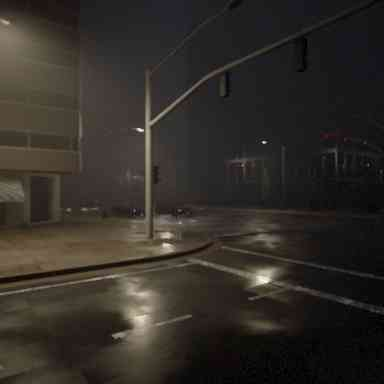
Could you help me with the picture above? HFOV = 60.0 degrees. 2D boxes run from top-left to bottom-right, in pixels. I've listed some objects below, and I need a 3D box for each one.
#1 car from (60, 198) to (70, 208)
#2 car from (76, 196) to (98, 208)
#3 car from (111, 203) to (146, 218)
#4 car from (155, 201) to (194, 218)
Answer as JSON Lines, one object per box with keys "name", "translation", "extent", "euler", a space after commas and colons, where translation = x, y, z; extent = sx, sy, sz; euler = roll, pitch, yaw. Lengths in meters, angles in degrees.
{"name": "car", "translation": [-19.437, 1.589, 49.146], "extent": [1.812, 1.442, 4.674], "euler": [0, 0, -36]}
{"name": "car", "translation": [-15.960, 1.409, 50.321], "extent": [2.097, 1.767, 4.553], "euler": [0, 0, -36]}
{"name": "car", "translation": [-5.610, 1.653, 30.517], "extent": [1.895, 1.301, 4.718], "euler": [0, 0, -37]}
{"name": "car", "translation": [-1.749, 1.572, 31.228], "extent": [1.812, 1.442, 4.674], "euler": [0, 0, -37]}
